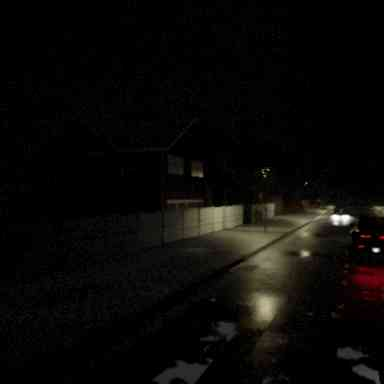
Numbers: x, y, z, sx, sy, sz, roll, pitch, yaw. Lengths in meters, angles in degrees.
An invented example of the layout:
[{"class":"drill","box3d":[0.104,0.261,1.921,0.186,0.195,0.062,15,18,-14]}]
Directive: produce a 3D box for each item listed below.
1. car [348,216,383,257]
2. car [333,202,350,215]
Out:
[{"class":"car","box3d":[7.409,1.741,13.284,1.837,1.490,4.892,0,-1,30]},{"class":"car","box3d":[19.371,2.090,42.926,2.128,1.511,4.902,0,-1,26]}]
